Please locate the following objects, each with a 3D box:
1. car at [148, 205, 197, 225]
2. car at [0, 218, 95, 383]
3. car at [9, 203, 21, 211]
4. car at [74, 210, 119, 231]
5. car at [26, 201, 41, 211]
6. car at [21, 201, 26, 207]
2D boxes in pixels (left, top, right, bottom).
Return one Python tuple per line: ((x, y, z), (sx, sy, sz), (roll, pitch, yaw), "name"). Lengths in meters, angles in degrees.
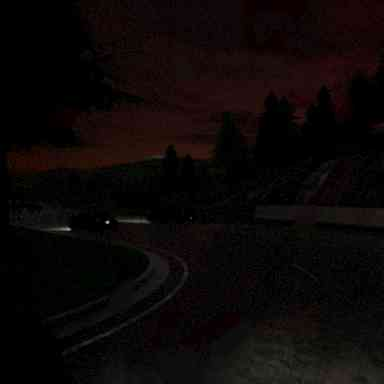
((-1.698, 1.863, 27.527), (2.128, 1.511, 4.902), (0, -1, -43), "car")
((-3.253, 1.293, 1.121), (5.566, 2.045, 2.150), (-1, 0, -27), "car")
((-34.040, 2.837, 63.174), (1.812, 1.442, 4.674), (0, -1, -31), "car")
((-6.762, 1.955, 22.718), (1.994, 1.385, 4.181), (0, -1, -43), "car")
((-29.744, 2.720, 62.925), (1.882, 1.535, 5.008), (0, -1, -31), "car")
((-42.546, 3.059, 84.283), (2.097, 1.767, 4.553), (0, -1, -31), "car")
